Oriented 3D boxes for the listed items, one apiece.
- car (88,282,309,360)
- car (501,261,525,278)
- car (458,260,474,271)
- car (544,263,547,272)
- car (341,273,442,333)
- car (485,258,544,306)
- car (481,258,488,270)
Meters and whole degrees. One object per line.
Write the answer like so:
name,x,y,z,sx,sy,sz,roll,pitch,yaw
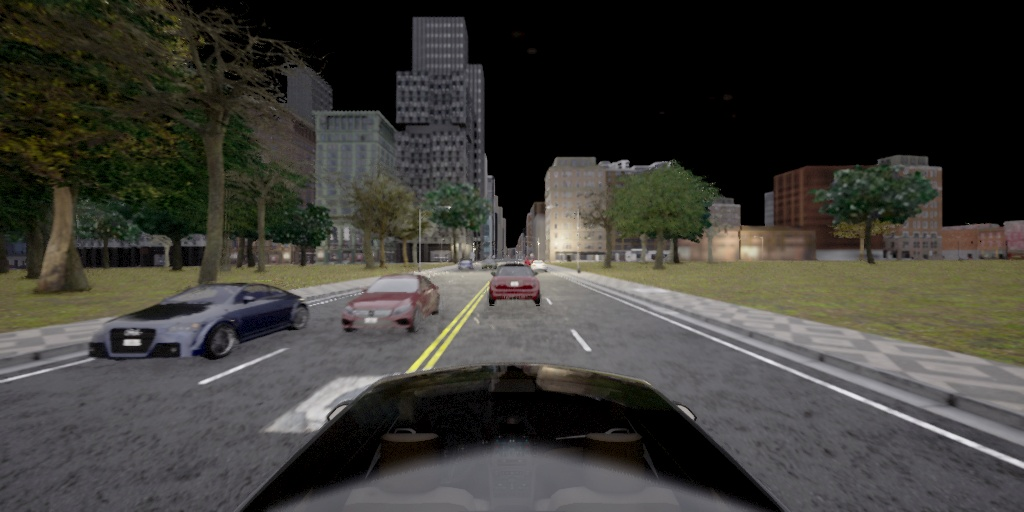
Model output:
car,-6.598,1.316,8.219,1.994,1.385,4.181,0,0,0
car,0.107,1.259,34.784,2.128,1.511,4.902,0,0,0
car,-6.549,1.318,51.477,1.812,1.442,4.674,0,0,0
car,3.359,1.309,46.465,1.812,1.442,4.674,0,0,0
car,-3.348,1.277,10.846,1.812,1.442,4.674,0,0,0
car,0.102,1.105,16.020,2.097,1.767,4.553,0,0,0
car,-3.307,1.146,52.637,2.097,1.767,4.553,0,0,0
